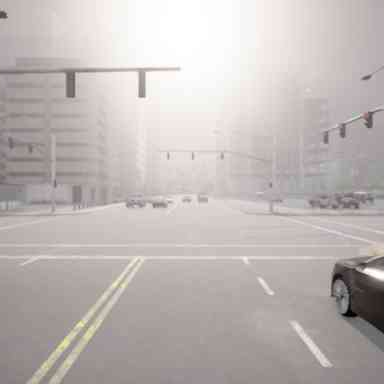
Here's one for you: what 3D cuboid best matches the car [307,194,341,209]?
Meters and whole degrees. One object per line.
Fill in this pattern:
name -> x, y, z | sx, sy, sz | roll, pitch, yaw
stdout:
car -> 16.634, 1.139, 42.383 | 1.932, 1.855, 4.605 | 0, 0, 0

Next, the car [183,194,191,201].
car -> -1.176, 1.277, 81.028 | 1.882, 1.535, 5.008 | 0, 0, 0

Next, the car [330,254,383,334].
car -> 3.576, 1.490, 4.541 | 2.128, 1.511, 4.902 | 0, 0, 0

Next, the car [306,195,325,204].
car -> 22.178, 1.376, 59.813 | 1.970, 1.475, 3.806 | 0, 0, 0

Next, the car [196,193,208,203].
car -> 2.390, 1.452, 71.277 | 1.882, 1.535, 5.008 | 0, 0, 0

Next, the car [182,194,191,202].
car -> -1.115, 1.569, 71.957 | 1.895, 1.301, 4.718 | 0, 0, 0

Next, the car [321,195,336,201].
car -> 30.792, 1.339, 74.942 | 1.784, 1.438, 3.905 | 0, 0, 0

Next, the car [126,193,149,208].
car -> -8.024, 1.203, 47.871 | 2.150, 2.045, 5.566 | 0, 0, 0

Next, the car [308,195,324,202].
car -> 27.897, 1.371, 74.934 | 1.970, 1.475, 3.806 | 0, 0, 0

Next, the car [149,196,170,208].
car -> -4.527, 1.585, 46.918 | 1.895, 1.301, 4.718 | 0, 0, 0

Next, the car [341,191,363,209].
car -> 19.528, 1.142, 42.338 | 1.905, 1.878, 3.866 | 0, 0, 0

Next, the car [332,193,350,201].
car -> 33.475, 1.129, 75.001 | 1.932, 1.855, 4.605 | 0, 0, 0

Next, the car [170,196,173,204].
car -> -4.570, 1.526, 63.015 | 2.033, 1.411, 5.357 | 0, 0, 0
